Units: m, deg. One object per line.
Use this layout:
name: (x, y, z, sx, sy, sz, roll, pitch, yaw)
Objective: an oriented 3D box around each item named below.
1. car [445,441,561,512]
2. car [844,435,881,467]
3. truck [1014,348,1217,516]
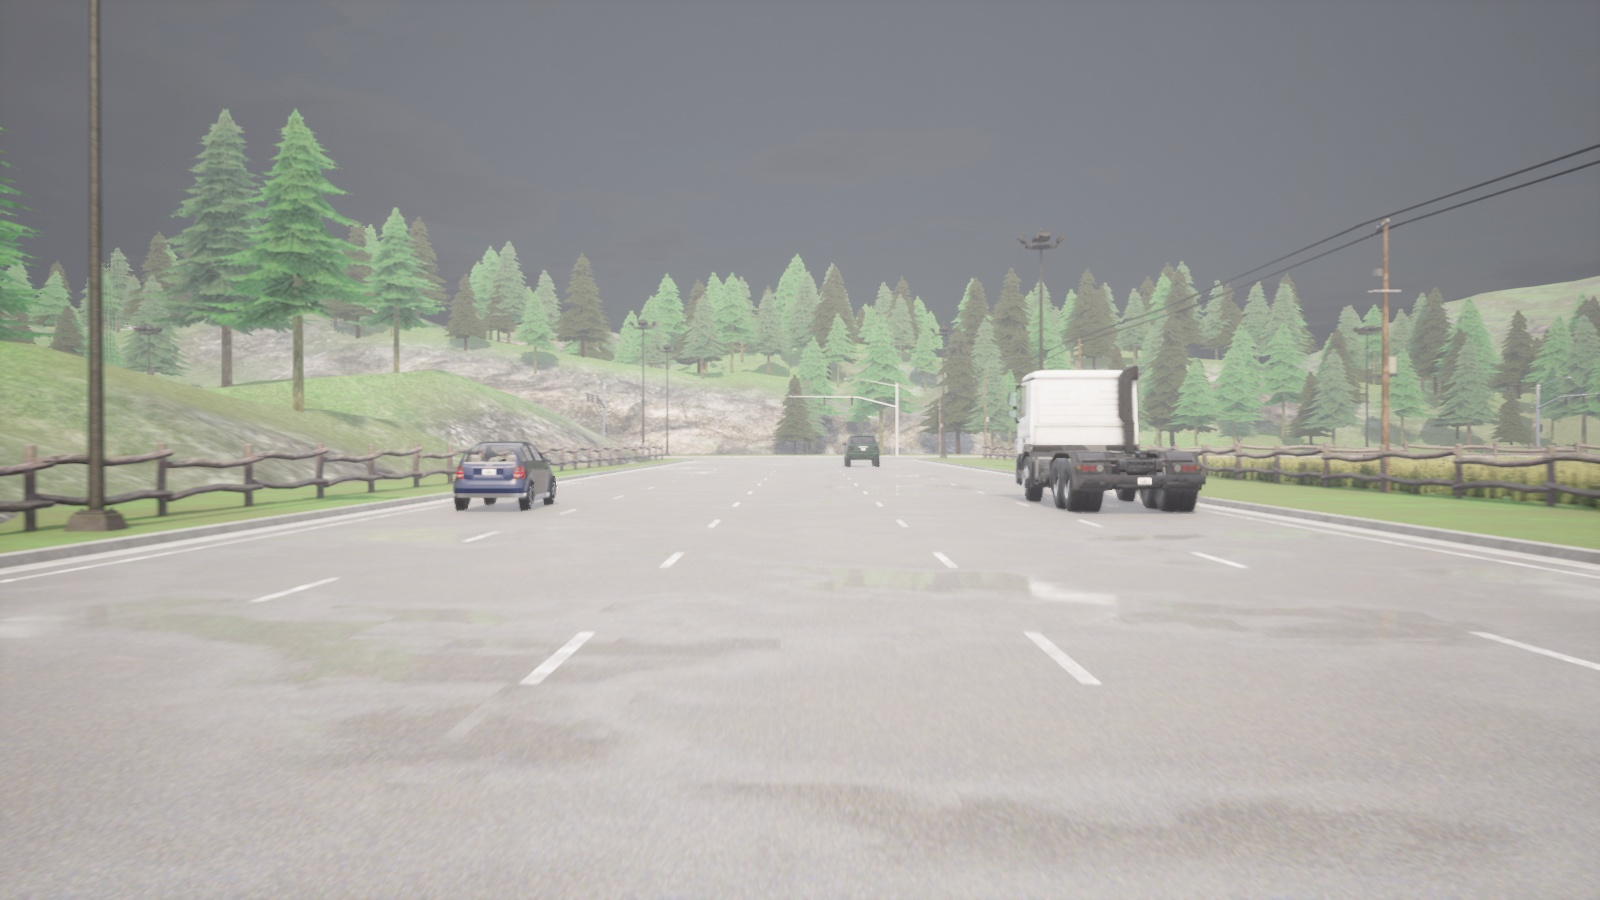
car: (-6.818, 0.568, 29.203, 1.789, 1.549, 3.705, 0, 0, 0)
car: (3.977, 0.047, 81.019, 2.150, 2.045, 5.566, 0, 0, 0)
truck: (7.187, -0.385, 29.906, 2.891, 3.462, 7.936, 0, 0, 0)
